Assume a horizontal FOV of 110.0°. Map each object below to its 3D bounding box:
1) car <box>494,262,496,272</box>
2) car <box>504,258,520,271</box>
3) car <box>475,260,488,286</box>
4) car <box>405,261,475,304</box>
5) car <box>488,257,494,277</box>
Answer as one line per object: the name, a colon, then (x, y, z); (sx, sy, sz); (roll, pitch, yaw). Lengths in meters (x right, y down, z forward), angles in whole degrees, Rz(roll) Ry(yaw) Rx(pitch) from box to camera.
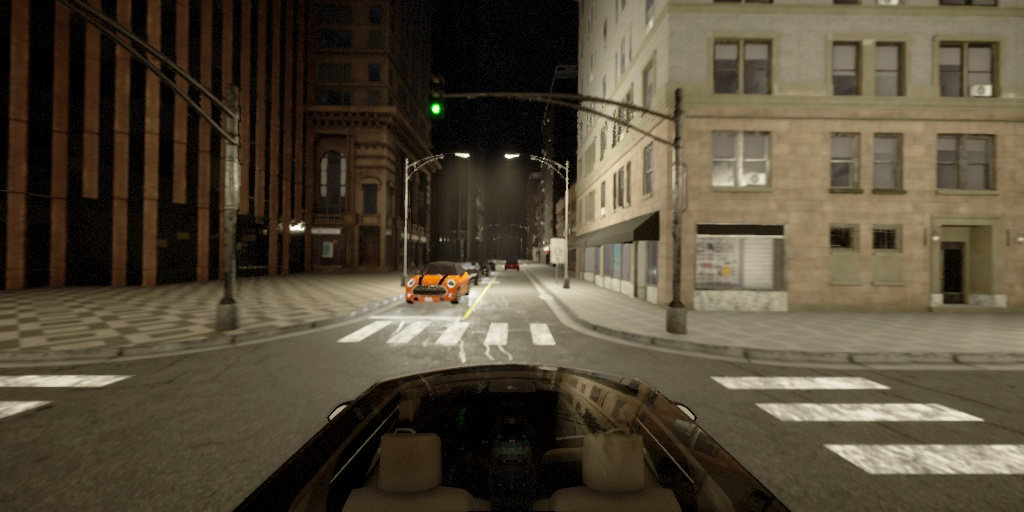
car: (-3.010, 1.174, 44.132); (1.994, 1.385, 4.181); (1, 0, 0)
car: (-0.012, 1.203, 47.052); (1.994, 1.385, 4.181); (1, 0, 0)
car: (-3.078, 1.165, 24.917); (2.128, 1.511, 4.902); (1, 0, 0)
car: (-3.115, 1.048, 15.838); (2.097, 1.767, 4.553); (1, 0, 1)
car: (-3.016, 1.149, 34.222); (1.837, 1.490, 4.892); (1, 0, 0)
